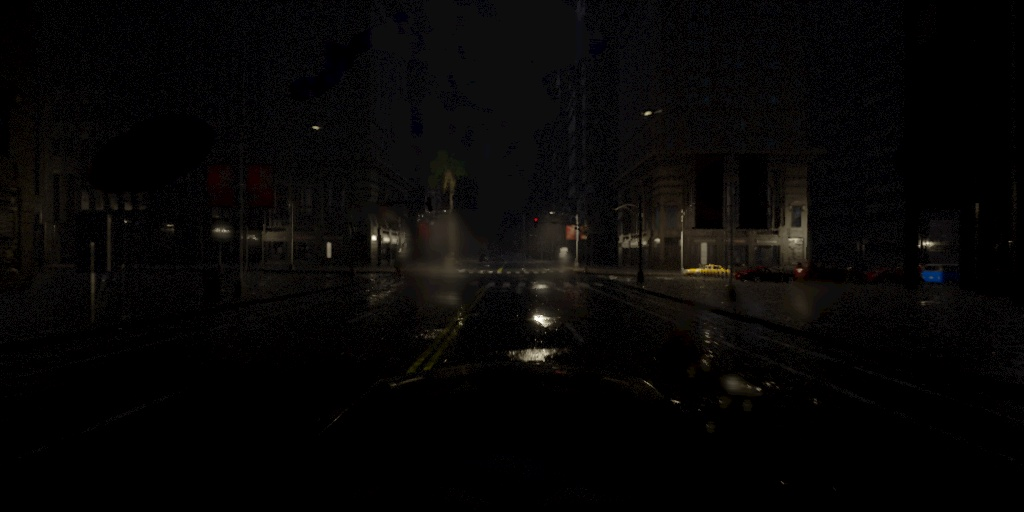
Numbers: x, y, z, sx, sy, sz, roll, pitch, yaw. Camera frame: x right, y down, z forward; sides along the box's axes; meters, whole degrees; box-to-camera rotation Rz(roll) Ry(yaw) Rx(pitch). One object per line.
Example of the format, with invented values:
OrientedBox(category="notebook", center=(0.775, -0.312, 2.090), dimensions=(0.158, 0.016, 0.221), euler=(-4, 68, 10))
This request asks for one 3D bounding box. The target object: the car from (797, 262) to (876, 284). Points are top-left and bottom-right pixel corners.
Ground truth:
OrientedBox(category="car", center=(25.798, 1.382, 29.205), dimensions=(5.009, 1.841, 2.192), euler=(0, 0, 0))

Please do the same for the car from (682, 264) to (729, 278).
OrientedBox(category="car", center=(20.567, 1.538, 37.748), dimensions=(4.829, 1.417, 1.751), euler=(0, 0, 0))

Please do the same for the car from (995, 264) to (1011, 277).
OrientedBox(category="car", center=(41.059, 1.590, 29.162), dimensions=(5.009, 1.841, 2.192), euler=(0, 0, 0))

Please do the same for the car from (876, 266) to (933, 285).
OrientedBox(category="car", center=(30.885, 1.719, 29.191), dimensions=(4.207, 1.307, 1.802), euler=(0, 0, 0))

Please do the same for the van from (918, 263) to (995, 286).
OrientedBox(category="van", center=(35.972, 1.547, 29.176), dimensions=(3.998, 1.789, 1.690), euler=(0, 0, 0))

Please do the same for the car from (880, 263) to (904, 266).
OrientedBox(category="car", center=(40.280, 1.594, 37.714), dimensions=(5.009, 1.841, 2.192), euler=(0, 0, 0))

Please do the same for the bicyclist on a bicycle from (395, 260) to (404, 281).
OrientedBox(category="bicyclist on a bicycle", center=(-8.766, 1.133, 27.988), dimensions=(0.582, 1.620, 1.656), euler=(-1, 1, 0))

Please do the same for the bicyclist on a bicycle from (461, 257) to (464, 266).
OrientedBox(category="bicyclist on a bicycle", center=(-8.778, 0.999, 63.333), dimensions=(0.659, 1.776, 1.843), euler=(0, 0, 0))

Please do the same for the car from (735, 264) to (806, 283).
OrientedBox(category="car", center=(20.711, 1.542, 29.220), dimensions=(4.507, 1.381, 1.888), euler=(0, 0, 0))

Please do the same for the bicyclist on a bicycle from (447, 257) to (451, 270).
OrientedBox(category="bicyclist on a bicycle", center=(-8.771, 1.032, 49.588), dimensions=(0.659, 1.776, 1.843), euler=(0, 0, 0))

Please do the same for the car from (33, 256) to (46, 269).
OrientedBox(category="car", center=(-48.952, 0.541, 35.077), dimensions=(5.008, 1.535, 1.882), euler=(1, 0, 1))
